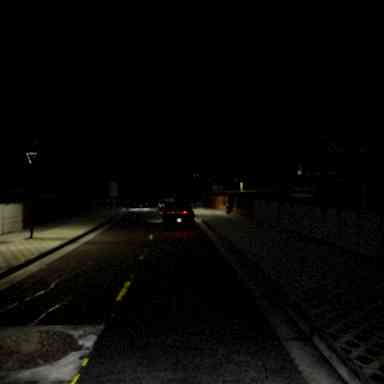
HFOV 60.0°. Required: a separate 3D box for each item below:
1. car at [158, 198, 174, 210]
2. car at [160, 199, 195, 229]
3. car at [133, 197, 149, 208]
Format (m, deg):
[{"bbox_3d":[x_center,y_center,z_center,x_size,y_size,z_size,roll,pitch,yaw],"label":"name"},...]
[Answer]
[{"bbox_3d":[-2.613,1.315,35.726,2.033,1.411,5.357,0,0,-8],"label":"car"},{"bbox_3d":[-0.888,1.357,20.529,1.837,1.490,4.892,0,-1,-5],"label":"car"},{"bbox_3d":[-6.544,1.292,42.480,2.033,1.411,5.357,0,0,-9],"label":"car"}]
